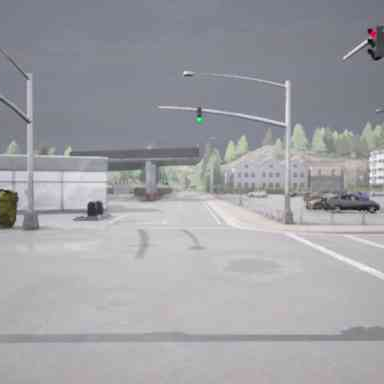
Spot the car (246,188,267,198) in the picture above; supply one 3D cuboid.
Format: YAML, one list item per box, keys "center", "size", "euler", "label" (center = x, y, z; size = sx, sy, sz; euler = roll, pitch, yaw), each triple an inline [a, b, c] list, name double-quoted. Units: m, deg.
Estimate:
- center: [12.627, 0.445, 64.855]
  size: [3.806, 1.475, 1.970]
  euler: [0, 1, -1]
  label: "car"

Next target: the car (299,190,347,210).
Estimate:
- center: [12.911, 0.897, 30.601]
  size: [5.027, 1.636, 2.152]
  euler: [0, 1, -1]
  label: "car"

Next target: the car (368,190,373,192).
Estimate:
- center: [20.504, 0.718, 42.498]
  size: [3.633, 1.501, 1.845]
  euler: [0, 1, -1]
  label: "car"

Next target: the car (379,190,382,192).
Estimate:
- center: [38.510, 0.278, 61.927]
  size: [5.027, 1.636, 2.152]
  euler: [0, 1, -1]
  label: "car"

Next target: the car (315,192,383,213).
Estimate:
- center: [12.984, 0.950, 27.465]
  size: [4.514, 1.523, 2.007]
  euler: [0, 1, -1]
  label: "car"

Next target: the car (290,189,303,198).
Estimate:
- center: [21.105, 0.180, 64.946]
  size: [4.605, 1.855, 1.932]
  euler: [0, 1, -1]
  label: "car"

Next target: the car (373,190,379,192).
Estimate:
- center: [38.143, 0.266, 68.342]
  size: [3.806, 1.475, 1.970]
  euler: [0, 1, -1]
  label: "car"

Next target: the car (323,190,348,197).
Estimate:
- center: [31.069, 0.281, 71.958]
  size: [4.514, 1.523, 2.007]
  euler: [0, 1, -1]
  label: "car"

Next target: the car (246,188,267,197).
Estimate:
- center: [13.215, 0.114, 68.179]
  size: [3.866, 1.878, 1.905]
  euler: [0, 1, -1]
  label: "car"
